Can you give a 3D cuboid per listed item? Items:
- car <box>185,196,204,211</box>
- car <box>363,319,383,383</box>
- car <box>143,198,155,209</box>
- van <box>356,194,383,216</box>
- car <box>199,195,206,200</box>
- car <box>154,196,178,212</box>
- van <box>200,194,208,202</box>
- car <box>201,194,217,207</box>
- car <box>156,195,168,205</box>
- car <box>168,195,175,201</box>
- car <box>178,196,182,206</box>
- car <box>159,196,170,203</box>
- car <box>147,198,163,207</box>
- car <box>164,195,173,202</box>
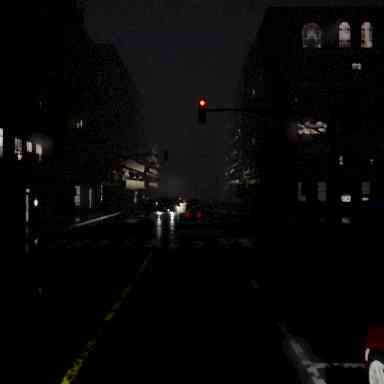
[{"bbox_3d":[0.191,1.524,41.541,1.812,1.442,4.674,0,0,0],"label":"car"},{"bbox_3d":[2.687,1.544,1.804,1.887,1.381,4.507,0,0,0],"label":"car"},{"bbox_3d":[-5.598,1.551,45.299,2.008,1.369,4.403,0,0,0],"label":"car"},{"bbox_3d":[15.701,1.030,27.347,3.998,1.788,1.690,-1,1,-1],"label":"van"},{"bbox_3d":[2.890,1.582,95.027,1.887,1.381,4.507,-1,0,0],"label":"car"},{"bbox_3d":[-3.010,1.524,39.441,1.812,1.442,4.674,0,0,0],"label":"car"},{"bbox_3d":[2.852,1.362,78.442,1.690,1.788,3.998,-1,0,0],"label":"van"},{"bbox_3d":[2.793,1.443,50.803,1.967,1.590,4.097,-1,0,0],"label":"car"},{"bbox_3d":[-5.564,1.449,61.883,1.967,1.590,4.097,-1,0,0],"label":"car"},{"bbox_3d":[-5.502,1.614,89.522,1.802,1.307,4.206,-1,0,0],"label":"car"},{"bbox_3d":[-2.960,1.531,54.176,1.812,1.442,4.674,0,0,-1],"label":"car"},{"bbox_3d":[-5.551,1.595,67.411,1.802,1.307,4.206,-1,0,0],"label":"car"},{"bbox_3d":[-5.586,1.569,50.826,1.947,1.339,4.313,0,0,0],"label":"car"},{"bbox_3d":[-5.527,1.546,78.296,1.752,1.417,4.829,-1,0,0],"label":"car"}]
